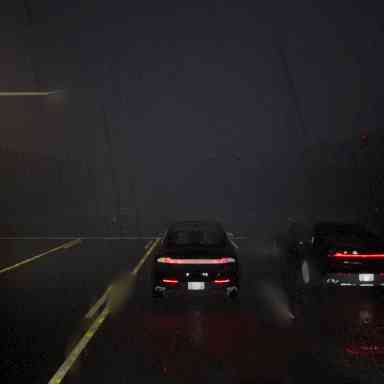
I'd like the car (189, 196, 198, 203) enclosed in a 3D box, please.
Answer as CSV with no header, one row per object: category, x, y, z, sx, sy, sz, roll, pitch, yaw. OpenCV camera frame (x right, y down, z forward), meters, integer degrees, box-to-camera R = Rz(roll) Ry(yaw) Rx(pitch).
car,0.255,1.491,66.855,2.128,1.511,4.902,0,0,0

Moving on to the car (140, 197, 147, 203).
car,-10.348,1.600,67.997,1.895,1.301,4.718,0,0,0

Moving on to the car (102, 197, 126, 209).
car,-10.497,1.601,44.241,1.895,1.301,4.718,0,0,0

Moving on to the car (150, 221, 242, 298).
car,0.095,1.492,8.476,2.128,1.511,4.902,0,0,0

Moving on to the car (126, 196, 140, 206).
car,-10.461,1.491,54.417,2.128,1.511,4.902,0,0,0

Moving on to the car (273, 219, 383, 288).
car,3.600,1.505,9.240,1.837,1.490,4.892,0,0,1

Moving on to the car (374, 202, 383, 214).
car,18.108,1.061,28.274,4.902,1.511,2.128,-5,0,0
